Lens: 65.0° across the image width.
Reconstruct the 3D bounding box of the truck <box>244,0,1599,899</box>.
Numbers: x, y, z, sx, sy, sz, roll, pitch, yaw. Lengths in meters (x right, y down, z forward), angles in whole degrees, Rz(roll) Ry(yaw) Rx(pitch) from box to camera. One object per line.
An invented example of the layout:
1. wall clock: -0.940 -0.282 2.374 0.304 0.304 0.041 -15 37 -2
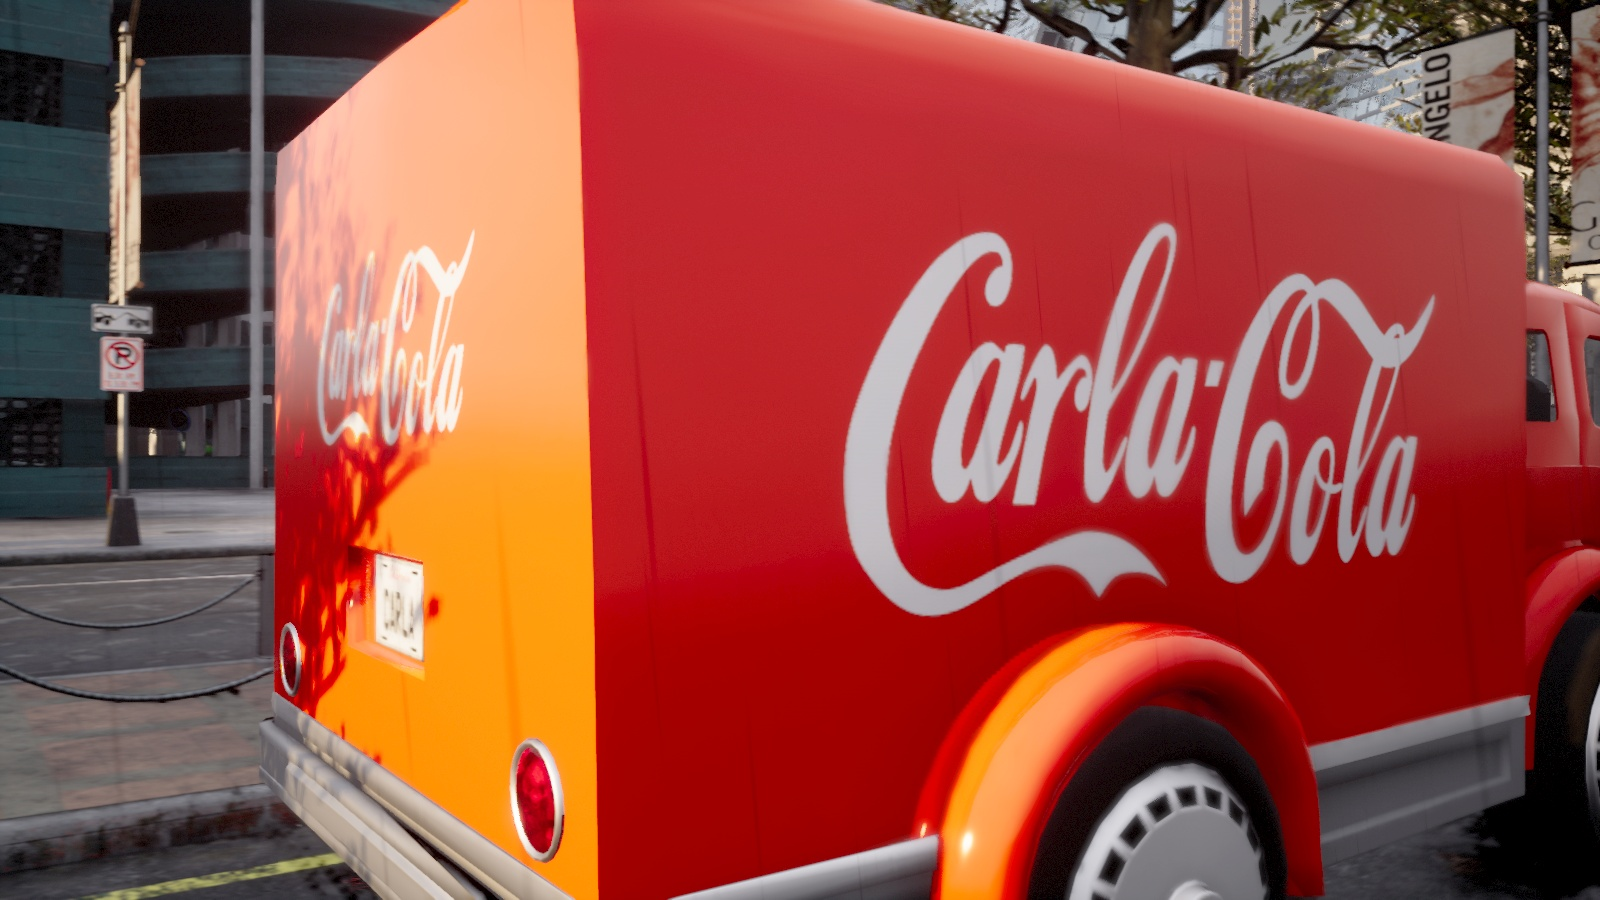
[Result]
1. truck: 1.105 0.267 4.430 5.204 2.467 2.627 0 0 -35
